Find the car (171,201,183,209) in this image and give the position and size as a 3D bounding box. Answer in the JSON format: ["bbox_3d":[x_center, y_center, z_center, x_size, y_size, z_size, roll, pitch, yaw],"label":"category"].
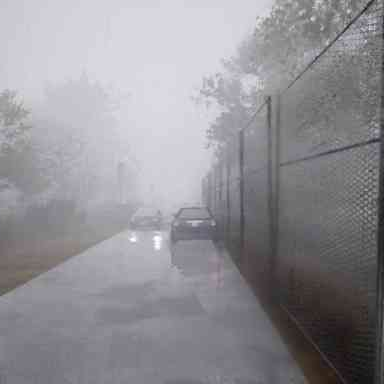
[{"bbox_3d":[-2.767,2.430,62.556,1.882,1.535,5.008,0,-2,2],"label":"car"}]

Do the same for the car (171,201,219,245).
[{"bbox_3d":[0.101,1.405,16.101,2.097,1.767,4.553,-1,0,-1],"label":"car"}]

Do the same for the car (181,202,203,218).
[{"bbox_3d":[0.015,1.774,34.020,2.128,1.511,4.902,0,-1,0],"label":"car"}]

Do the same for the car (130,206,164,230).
[{"bbox_3d":[-2.886,1.643,22.064,1.812,1.442,4.674,0,-1,0],"label":"car"}]
